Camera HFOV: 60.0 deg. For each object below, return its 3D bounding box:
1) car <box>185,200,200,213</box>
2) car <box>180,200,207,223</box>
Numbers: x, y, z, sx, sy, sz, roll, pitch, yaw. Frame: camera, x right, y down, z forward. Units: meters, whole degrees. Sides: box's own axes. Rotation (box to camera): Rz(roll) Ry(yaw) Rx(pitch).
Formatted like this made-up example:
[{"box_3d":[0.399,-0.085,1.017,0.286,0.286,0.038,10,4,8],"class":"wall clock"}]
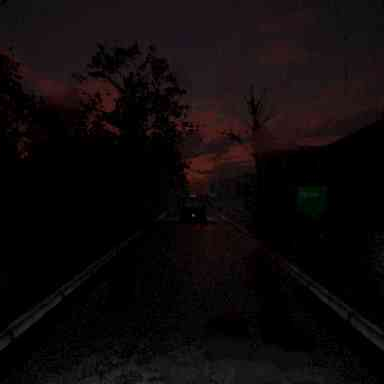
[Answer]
[{"box_3d":[0.081,1.817,42.634,1.837,1.490,4.892,0,-1,0],"class":"car"},{"box_3d":[0.089,1.500,25.303,1.882,1.535,5.008,0,-1,0],"class":"car"}]
